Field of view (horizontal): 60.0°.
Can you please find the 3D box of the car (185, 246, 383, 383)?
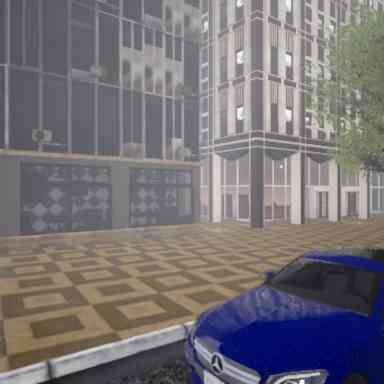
[{"bbox_3d":[2.101,1.537,4.452,4.674,1.442,1.812,0,0,-36],"label":"car"}]
